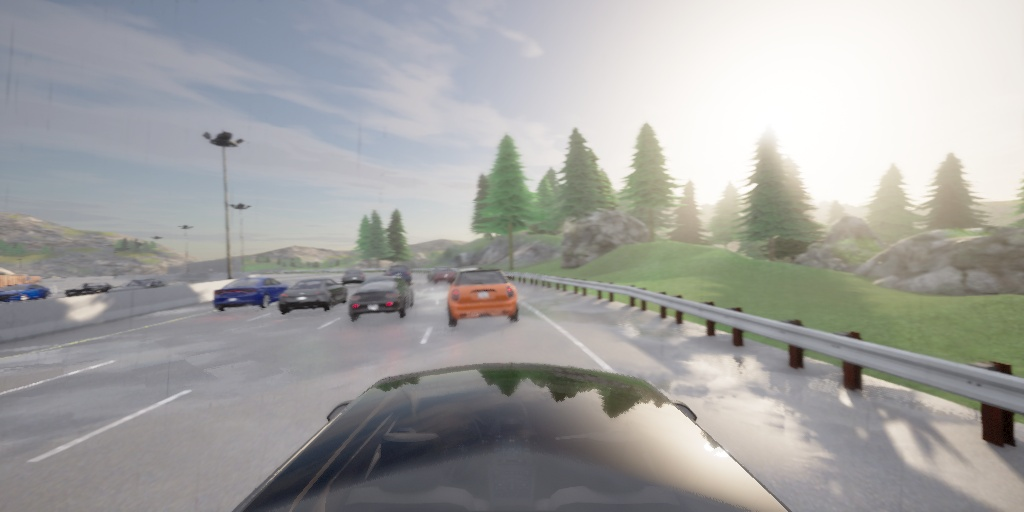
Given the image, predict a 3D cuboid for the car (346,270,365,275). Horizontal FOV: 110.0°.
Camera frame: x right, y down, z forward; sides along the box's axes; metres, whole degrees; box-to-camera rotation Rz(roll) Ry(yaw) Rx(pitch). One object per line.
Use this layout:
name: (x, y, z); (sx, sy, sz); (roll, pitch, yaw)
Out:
car: (-14.619, 1.966, 33.150); (1.994, 1.385, 4.181); (-3, 0, -25)

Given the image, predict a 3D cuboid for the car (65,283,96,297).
car: (-38.133, 3.082, 32.553); (1.895, 1.301, 4.718); (-3, 0, -32)

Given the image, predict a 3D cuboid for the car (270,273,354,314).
car: (-8.992, 1.717, 16.565); (1.994, 1.385, 4.181); (-3, 0, -12)

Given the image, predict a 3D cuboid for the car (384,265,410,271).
car: (-9.936, 1.540, 31.051); (2.097, 1.767, 4.553); (-3, 0, -22)

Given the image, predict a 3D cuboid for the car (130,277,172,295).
car: (-36.249, 2.939, 36.137); (2.033, 1.411, 5.357); (-3, 0, -35)

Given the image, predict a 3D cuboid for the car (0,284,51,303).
car: (-40.306, 3.059, 29.358); (1.882, 1.535, 5.008); (-3, 0, -31)

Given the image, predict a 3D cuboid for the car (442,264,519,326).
car: (-1.119, 1.146, 12.286); (2.097, 1.767, 4.553); (-3, 0, -8)

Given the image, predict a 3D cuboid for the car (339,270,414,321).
car: (-4.873, 1.491, 13.757); (1.812, 1.442, 4.674); (-3, 0, -10)

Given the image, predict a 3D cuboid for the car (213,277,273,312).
car: (-12.979, 1.813, 18.261); (1.882, 1.535, 5.008); (-2, 0, -14)

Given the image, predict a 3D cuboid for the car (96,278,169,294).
car: (-26.845, 2.458, 25.950); (2.128, 1.511, 4.902); (-3, 0, -24)

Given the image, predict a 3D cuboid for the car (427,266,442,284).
car: (-6.042, 1.574, 30.750); (1.994, 1.385, 4.181); (-3, 0, -21)
